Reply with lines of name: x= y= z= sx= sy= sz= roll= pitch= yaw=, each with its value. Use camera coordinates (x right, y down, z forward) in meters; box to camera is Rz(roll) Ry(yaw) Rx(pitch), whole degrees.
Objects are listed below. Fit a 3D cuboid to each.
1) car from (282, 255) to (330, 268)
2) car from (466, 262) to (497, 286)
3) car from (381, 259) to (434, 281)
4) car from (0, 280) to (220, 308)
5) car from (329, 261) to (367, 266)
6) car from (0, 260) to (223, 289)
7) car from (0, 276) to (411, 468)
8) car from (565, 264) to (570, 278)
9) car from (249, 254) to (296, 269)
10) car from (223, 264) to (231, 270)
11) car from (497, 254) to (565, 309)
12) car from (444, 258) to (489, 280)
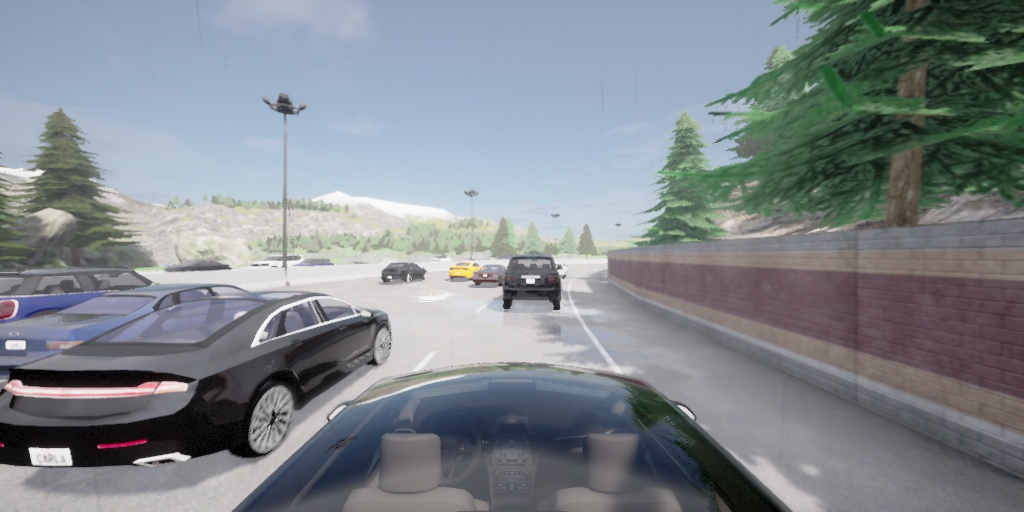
car: x=-20.349 y=1.002 z=36.475 sx=2.097 sy=1.767 sz=4.553 roll=0 pitch=0 yaw=14
car: x=-1.216 y=1.269 z=24.791 sx=2.033 sy=1.411 sz=5.357 roll=0 pitch=0 yaw=10
car: x=-7.902 y=1.204 z=26.795 sx=1.837 sy=1.490 sz=4.892 roll=0 pitch=0 yaw=10
car: x=-6.710 y=1.271 z=7.445 sx=2.033 sy=1.411 sz=5.357 roll=0 pitch=0 yaw=3
car: x=-16.490 y=1.225 z=37.552 sx=1.994 sy=1.385 sz=4.181 roll=0 pitch=0 yaw=14
car: x=-10.085 y=1.063 z=8.753 sx=2.097 sy=1.767 sz=4.553 roll=0 pitch=0 yaw=3
car: x=-3.262 y=1.228 z=5.006 sx=2.128 sy=1.511 sz=4.902 roll=0 pitch=0 yaw=1
car: x=4.188 y=1.255 z=33.013 sx=1.812 sy=1.442 sz=4.674 roll=0 pitch=0 yaw=14
car: x=-23.874 y=0.859 z=36.864 sx=2.150 sy=2.045 sz=5.566 roll=0 pitch=0 yaw=14
car: x=-28.380 y=1.107 z=32.488 sx=1.882 sy=1.535 sz=5.008 roll=0 pitch=0 yaw=12
car: x=0.914 y=0.960 z=14.997 sx=2.150 sy=2.045 sz=5.566 roll=0 pitch=0 yaw=6
car: x=-3.668 y=1.186 z=30.145 sx=1.882 sy=1.535 sz=5.008 roll=0 pitch=0 yaw=12
